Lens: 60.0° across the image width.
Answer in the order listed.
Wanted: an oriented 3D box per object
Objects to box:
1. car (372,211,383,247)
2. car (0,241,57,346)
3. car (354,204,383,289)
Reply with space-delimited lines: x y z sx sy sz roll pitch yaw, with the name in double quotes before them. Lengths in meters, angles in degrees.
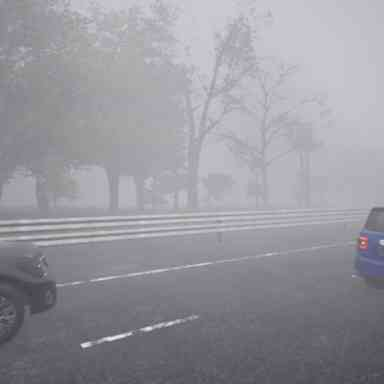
"car" 10.404 1.614 15.162 4.892 1.490 1.837 0 0 -34
"car" -4.884 1.210 4.550 5.566 2.045 2.150 0 0 -35
"car" 6.214 1.282 8.059 5.566 2.045 2.150 0 0 -35
